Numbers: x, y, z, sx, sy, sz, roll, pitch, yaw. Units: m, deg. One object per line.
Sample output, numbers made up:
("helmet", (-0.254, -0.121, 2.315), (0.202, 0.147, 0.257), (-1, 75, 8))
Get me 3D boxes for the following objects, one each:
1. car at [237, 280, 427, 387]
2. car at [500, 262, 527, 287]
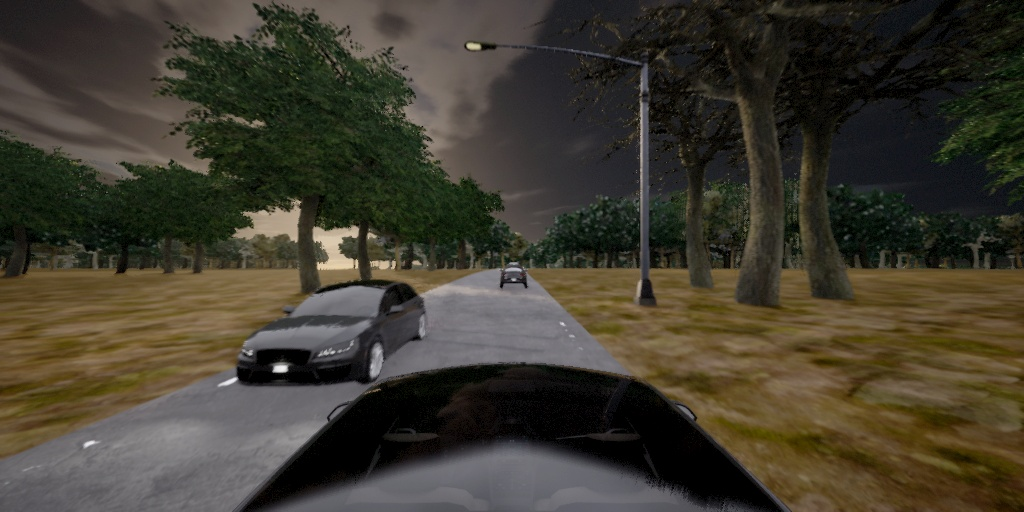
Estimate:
("car", (-3.044, 1.270, 7.182), (1.837, 1.490, 4.892), (0, -1, 1))
("car", (0.115, 1.382, 25.584), (1.812, 1.442, 4.674), (0, 0, 0))
